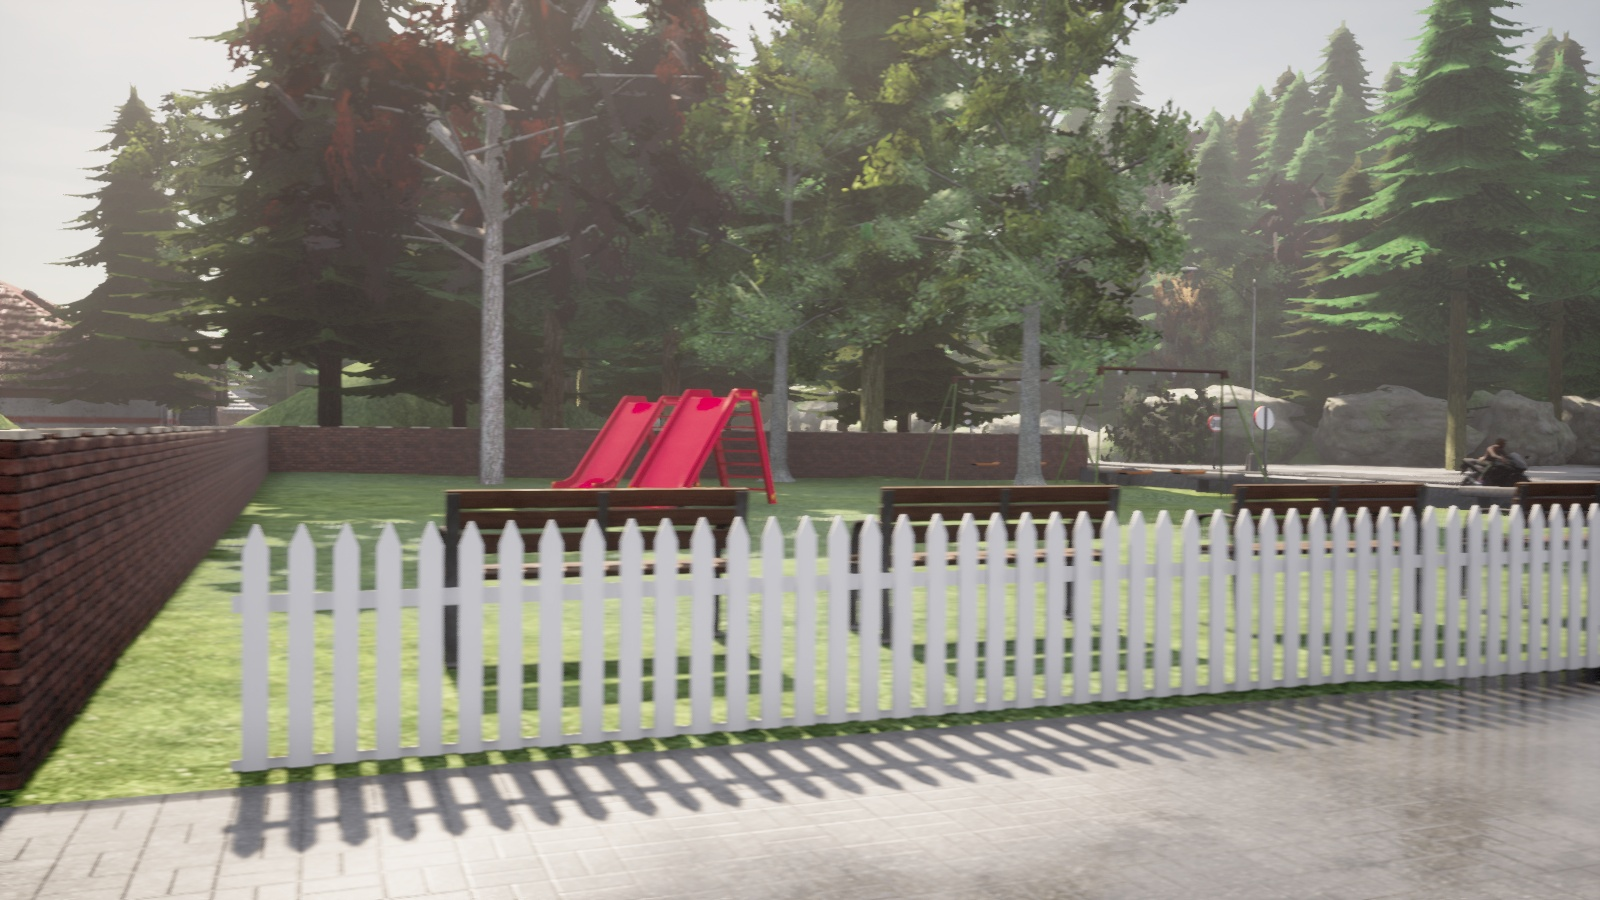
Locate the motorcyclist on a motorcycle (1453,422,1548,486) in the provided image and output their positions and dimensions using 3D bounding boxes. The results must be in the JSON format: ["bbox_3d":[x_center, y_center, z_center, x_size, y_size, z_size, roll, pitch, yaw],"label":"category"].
[{"bbox_3d":[17.506,0.080,31.432,0.797,1.523,2.044,-1,1,-21],"label":"motorcyclist on a motorcycle"}]
